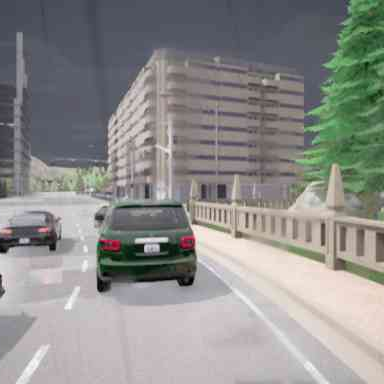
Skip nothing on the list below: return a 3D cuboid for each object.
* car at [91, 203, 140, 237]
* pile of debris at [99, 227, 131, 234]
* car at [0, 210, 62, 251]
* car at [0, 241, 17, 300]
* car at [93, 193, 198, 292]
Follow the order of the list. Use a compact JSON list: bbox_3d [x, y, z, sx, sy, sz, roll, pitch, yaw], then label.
[{"bbox_3d":[-4.480,1.460,18.811,2.033,1.411,5.357,0,0,-20],"label":"car"},{"bbox_3d":[-4.232,2.091,18.153,1.500,0.140,1.860,0,0,-21],"label":"pile of debris"},{"bbox_3d":[-6.320,1.463,13.341,1.812,1.442,4.674,0,0,-18],"label":"car"},{"bbox_3d":[-3.842,1.583,3.473,1.895,1.301,4.718,0,0,-7],"label":"car"},{"bbox_3d":[-1.424,1.179,9.099,2.150,2.045,5.566,0,0,-14],"label":"car"}]
